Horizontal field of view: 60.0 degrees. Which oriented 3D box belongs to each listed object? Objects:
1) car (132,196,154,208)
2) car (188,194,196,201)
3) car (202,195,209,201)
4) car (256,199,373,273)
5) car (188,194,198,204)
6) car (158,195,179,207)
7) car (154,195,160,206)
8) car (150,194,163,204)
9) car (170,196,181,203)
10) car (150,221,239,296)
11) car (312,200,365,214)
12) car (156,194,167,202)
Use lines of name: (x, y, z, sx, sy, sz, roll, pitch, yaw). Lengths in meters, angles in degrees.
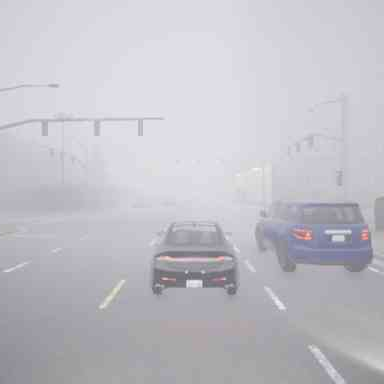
car: (-7.124, 1.376, 47.230, 2.097, 1.767, 4.553, 0, 0, 2)
car: (0.039, 1.400, 88.907, 2.097, 1.767, 4.553, 0, 0, 0)
car: (3.539, 1.570, 88.782, 2.128, 1.511, 4.902, 0, 0, 0)
car: (3.576, 1.227, 10.804, 2.150, 2.045, 5.566, 0, 0, 0)
car: (0.129, 1.524, 65.069, 2.128, 1.511, 4.902, 0, 0, 0)
car: (-3.564, 1.574, 51.846, 2.033, 1.411, 5.357, 0, 0, 0)
car: (-7.060, 1.380, 56.054, 2.097, 1.767, 4.553, 0, 0, 0)
car: (-7.000, 1.385, 66.173, 2.097, 1.767, 4.553, 0, 0, 0)
car: (-3.468, 1.576, 71.841, 2.033, 1.411, 5.357, 0, 0, 0)
car: (0.063, 1.497, 8.643, 2.128, 1.511, 4.902, 0, 0, 0)
car: (15.599, 1.578, 35.582, 4.892, 1.490, 1.837, 0, 0, 0)
car: (-6.966, 1.394, 76.423, 2.097, 1.767, 4.553, 0, 0, 0)
